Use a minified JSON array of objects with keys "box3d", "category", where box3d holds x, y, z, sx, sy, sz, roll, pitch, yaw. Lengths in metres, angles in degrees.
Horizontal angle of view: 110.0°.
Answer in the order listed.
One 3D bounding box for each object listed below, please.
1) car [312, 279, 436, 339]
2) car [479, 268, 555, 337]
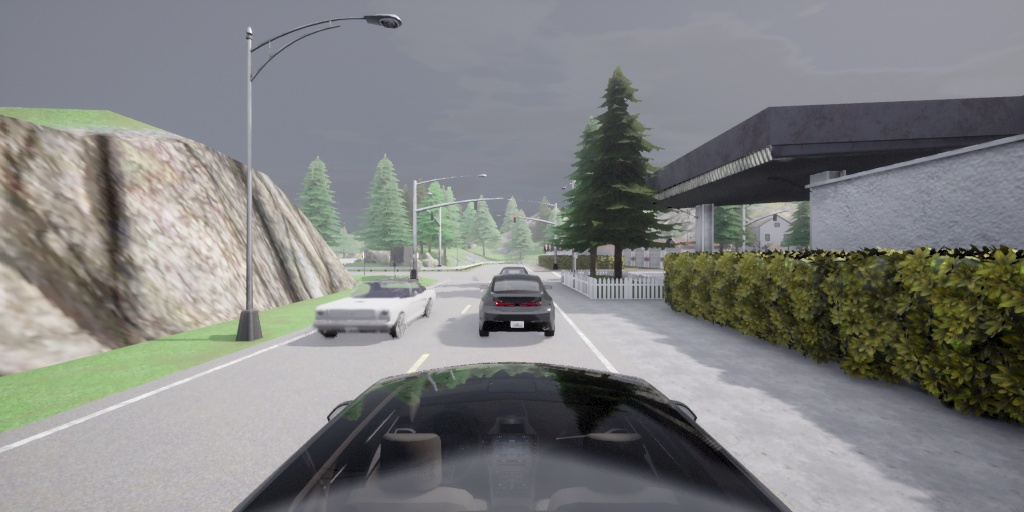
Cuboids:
[{"box3d":[-3.574,1.351,10.208,1.895,1.301,4.718,0,0,0],"category":"car"},{"box3d":[0.119,1.255,10.288,1.837,1.490,4.892,0,0,0],"category":"car"}]
